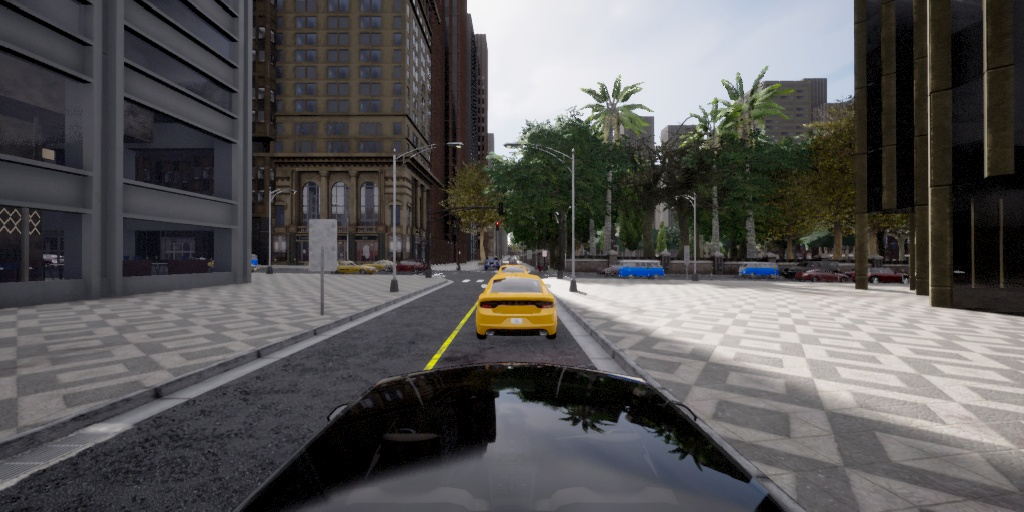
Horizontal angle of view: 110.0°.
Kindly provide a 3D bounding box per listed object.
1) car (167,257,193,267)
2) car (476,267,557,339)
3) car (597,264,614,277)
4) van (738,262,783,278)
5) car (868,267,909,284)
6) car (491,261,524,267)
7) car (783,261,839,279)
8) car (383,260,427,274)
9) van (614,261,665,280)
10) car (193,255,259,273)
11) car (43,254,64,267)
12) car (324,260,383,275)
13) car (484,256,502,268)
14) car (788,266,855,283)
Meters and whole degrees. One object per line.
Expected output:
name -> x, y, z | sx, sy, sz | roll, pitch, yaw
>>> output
car -> -37.782, 0.775, 41.991 | 4.313, 1.339, 1.948 | 0, 0, 0
car -> 0.112, 1.230, 10.108 | 1.882, 1.535, 5.008 | 0, 0, 0
car -> 12.135, 1.559, 39.020 | 5.357, 1.411, 2.033 | 1, 0, 0
van -> 28.554, 1.638, 41.579 | 3.998, 1.789, 1.690 | 0, 0, 0
car -> 34.035, 1.779, 33.019 | 4.097, 1.591, 1.967 | 0, 0, 0
car -> 0.042, 1.235, 20.168 | 1.882, 1.535, 5.008 | 0, 0, 0
car -> 32.452, 1.569, 38.889 | 5.566, 2.045, 2.150 | 1, 0, 1
car -> -11.589, 1.143, 39.159 | 4.674, 1.442, 1.812 | 1, 0, 0
van -> 11.942, 1.315, 33.156 | 3.998, 1.789, 1.690 | 0, 0, 0
car -> -26.316, 0.868, 33.395 | 4.829, 1.417, 1.751 | 0, 0, 0
car -> -43.498, 0.508, 33.502 | 4.097, 1.591, 1.967 | 0, 0, 0
car -> -14.975, 1.053, 33.324 | 4.829, 1.417, 1.751 | 0, 0, 0
car -> -2.975, 1.036, 54.563 | 2.150, 2.045, 5.566 | 0, 0, 0
car -> 28.512, 1.830, 33.053 | 4.207, 1.307, 1.802 | 0, 0, 0
